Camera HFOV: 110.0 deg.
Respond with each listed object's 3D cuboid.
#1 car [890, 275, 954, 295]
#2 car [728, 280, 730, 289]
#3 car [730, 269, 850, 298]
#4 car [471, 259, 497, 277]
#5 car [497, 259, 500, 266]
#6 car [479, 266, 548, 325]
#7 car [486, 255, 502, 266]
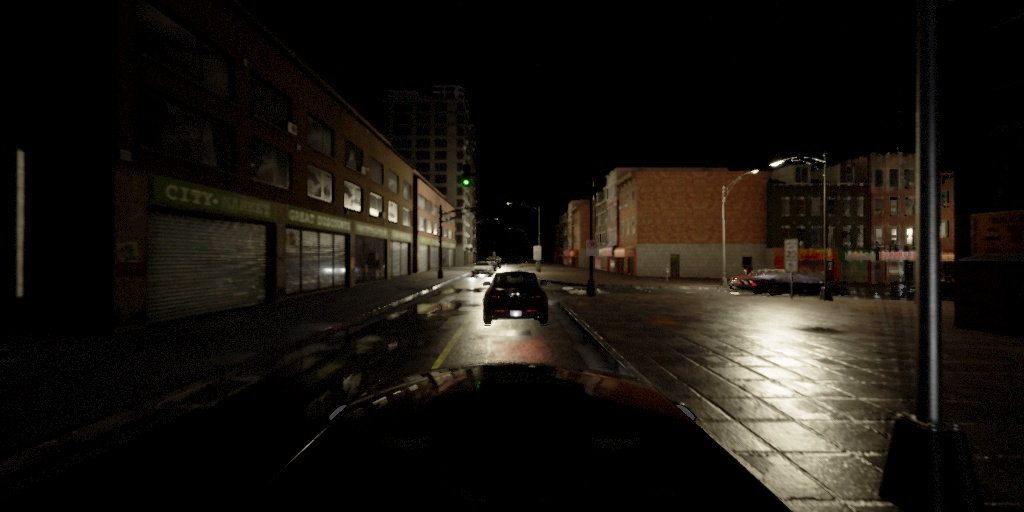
[{"bbox_3d":[27.257,1.907,23.303,4.403,1.370,2.007,0,0,0],"label":"car"},{"bbox_3d":[16.365,1.562,23.322,4.097,1.591,1.967,0,0,0],"label":"car"},{"bbox_3d":[16.081,1.655,20.742,5.357,1.411,2.033,1,0,3],"label":"car"},{"bbox_3d":[-2.845,1.257,35.299,1.812,1.442,4.674,0,0,1],"label":"car"},{"bbox_3d":[-2.833,1.323,45.117,1.895,1.301,4.718,0,0,0],"label":"car"},{"bbox_3d":[0.104,1.250,11.756,1.837,1.490,4.892,0,0,0],"label":"car"},{"bbox_3d":[-2.791,0.930,55.667,2.150,2.045,5.566,0,0,0],"label":"car"}]
